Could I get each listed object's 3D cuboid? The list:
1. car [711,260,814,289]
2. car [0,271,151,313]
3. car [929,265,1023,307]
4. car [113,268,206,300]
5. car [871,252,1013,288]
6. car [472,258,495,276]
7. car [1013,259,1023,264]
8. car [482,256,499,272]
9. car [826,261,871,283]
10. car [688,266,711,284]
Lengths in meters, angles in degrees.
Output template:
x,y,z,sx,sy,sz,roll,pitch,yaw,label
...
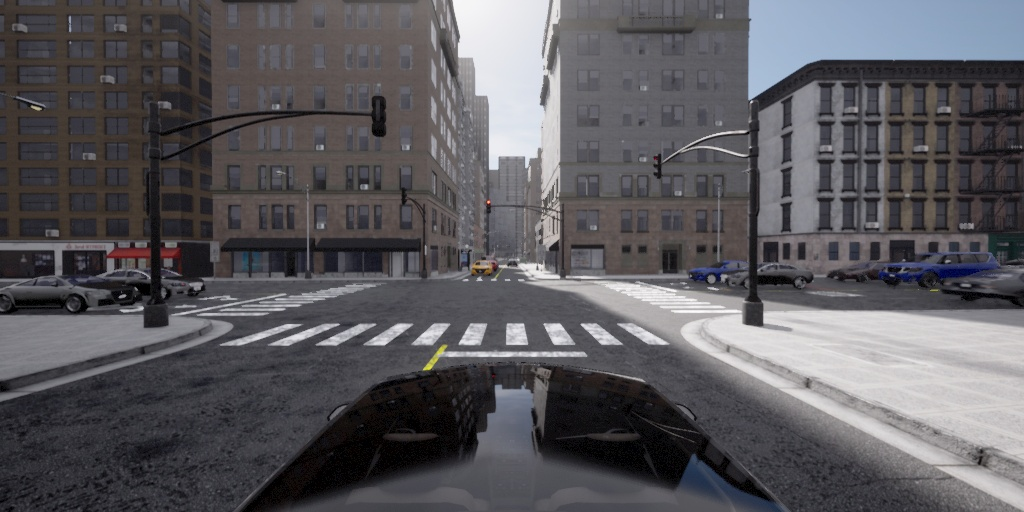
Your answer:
x,y,z,sx,sy,sz,roll,pitch,yaw,label
14.896,1.118,21.133,4.902,1.511,2.128,0,1,0,car
-17.522,1.438,14.280,4.181,1.385,1.994,0,1,0,car
20.788,1.209,14.462,5.357,1.411,2.033,0,1,0,car
-17.790,1.331,17.539,4.902,1.511,2.128,0,1,1,car
25.175,0.779,21.175,5.566,2.045,2.150,0,1,-1,car
-3.100,1.224,37.548,1.882,1.535,5.008,0,0,0,car
35.233,0.954,24.467,4.892,1.490,1.837,0,1,0,car
-3.104,0.972,47.617,2.150,2.045,5.566,0,0,0,car
24.732,1.072,24.432,5.357,1.411,2.033,0,1,-1,car
14.659,1.070,24.382,5.008,1.535,1.882,0,1,0,car
